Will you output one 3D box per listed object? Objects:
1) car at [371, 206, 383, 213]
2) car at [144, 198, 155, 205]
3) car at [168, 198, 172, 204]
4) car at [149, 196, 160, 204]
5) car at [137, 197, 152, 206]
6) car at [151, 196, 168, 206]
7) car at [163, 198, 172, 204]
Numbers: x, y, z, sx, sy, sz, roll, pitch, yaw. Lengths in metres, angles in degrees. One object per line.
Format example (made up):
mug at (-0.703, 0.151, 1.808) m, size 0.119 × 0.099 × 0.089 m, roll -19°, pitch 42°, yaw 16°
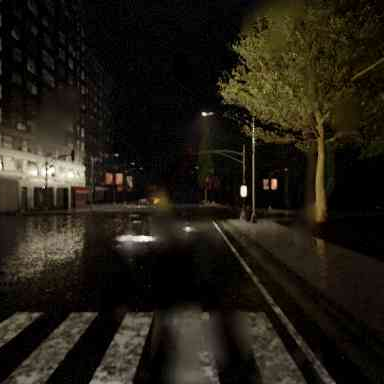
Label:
car at (41.733, 3.932, 74.790) m, size 1.837 × 1.490 × 4.892 m, roll 0°, pitch -3°, yaw 45°
car at (-9.625, 2.152, 75.854) m, size 1.994 × 1.385 × 4.181 m, roll 0°, pitch -1°, yaw 0°
car at (-6.374, 2.147, 76.315) m, size 2.033 × 1.411 × 5.357 m, roll 0°, pitch -1°, yaw 0°
car at (-9.607, 1.983, 86.260) m, size 2.150 × 2.045 × 5.566 m, roll 0°, pitch -1°, yaw 0°
car at (-9.642, 2.025, 65.986) m, size 1.994 × 1.385 × 4.181 m, roll 0°, pitch -1°, yaw 0°
car at (-6.391, 1.943, 66.315) m, size 1.882 × 1.535 × 5.008 m, roll 0°, pitch -1°, yaw 0°
car at (-6.356, 2.293, 86.925) m, size 1.812 × 1.442 × 4.674 m, roll 0°, pitch -1°, yaw 0°
